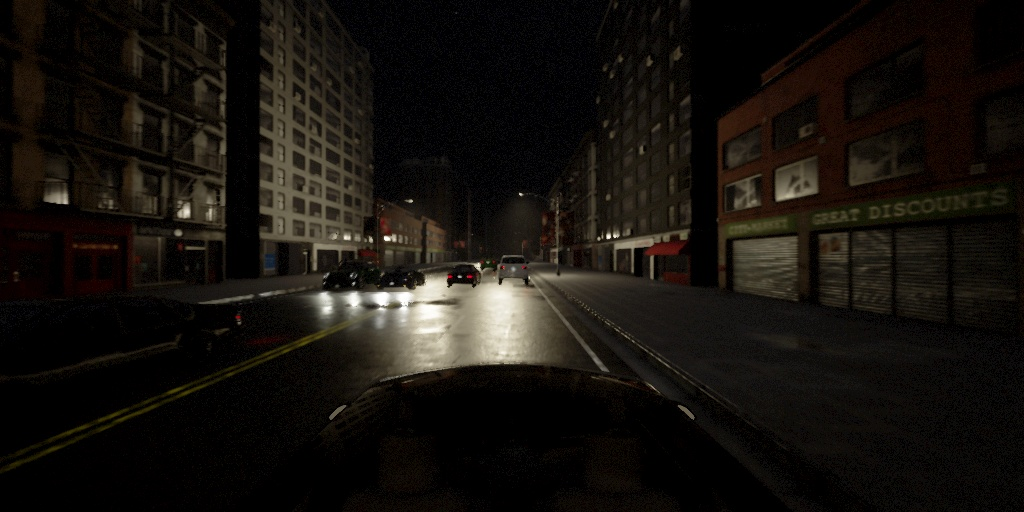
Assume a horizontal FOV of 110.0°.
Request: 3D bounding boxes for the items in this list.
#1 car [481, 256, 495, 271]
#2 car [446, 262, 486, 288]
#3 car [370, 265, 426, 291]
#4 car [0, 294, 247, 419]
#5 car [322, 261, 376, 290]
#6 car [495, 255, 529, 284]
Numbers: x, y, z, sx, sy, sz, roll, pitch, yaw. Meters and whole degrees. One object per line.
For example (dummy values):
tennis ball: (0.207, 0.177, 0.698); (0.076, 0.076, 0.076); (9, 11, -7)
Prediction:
car: (-3.147, 0.983, 49.760); (2.150, 2.045, 5.566); (0, 0, 0)
car: (-3.148, 1.302, 24.127); (2.033, 1.411, 5.357); (0, 0, 0)
car: (-6.589, 1.318, 21.618); (1.994, 1.385, 4.181); (0, 0, 0)
car: (-6.511, 1.299, 5.130); (2.033, 1.411, 5.357); (0, 0, 0)
car: (-9.836, 1.107, 22.421); (2.097, 1.767, 4.553); (0, 0, 0)
car: (0.102, 0.978, 27.260); (2.150, 2.045, 5.566); (0, 0, 0)
